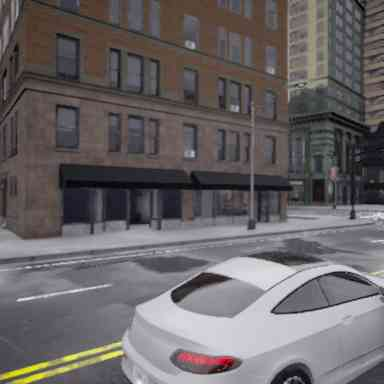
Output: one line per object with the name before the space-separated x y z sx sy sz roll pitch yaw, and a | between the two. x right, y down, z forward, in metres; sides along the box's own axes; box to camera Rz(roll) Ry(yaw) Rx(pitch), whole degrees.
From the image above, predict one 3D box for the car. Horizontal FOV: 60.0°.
car | 1.396 1.549 4.438 4.674 1.442 1.812 0 0 -36
